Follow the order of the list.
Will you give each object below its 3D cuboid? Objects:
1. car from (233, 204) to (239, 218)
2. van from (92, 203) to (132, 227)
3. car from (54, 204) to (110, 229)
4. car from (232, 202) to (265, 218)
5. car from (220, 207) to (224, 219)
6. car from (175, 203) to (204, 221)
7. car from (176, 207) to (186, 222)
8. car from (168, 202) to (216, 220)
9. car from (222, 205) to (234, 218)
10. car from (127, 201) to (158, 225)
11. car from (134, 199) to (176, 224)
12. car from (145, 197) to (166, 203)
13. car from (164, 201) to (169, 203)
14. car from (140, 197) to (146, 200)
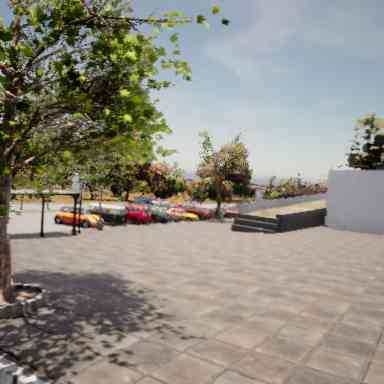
[{"bbox_3d":[5.193,3.128,53.619,4.553,1.767,2.185,6,2,16],"label":"car"},{"bbox_3d":[-8.998,2.319,34.175,4.442,1.987,1.878,6,3,16],"label":"van"},{"bbox_3d":[-10.719,2.338,31.743,4.553,1.767,2.185,6,2,16],"label":"car"},{"bbox_3d":[10.447,3.282,60.941,5.566,2.045,2.435,6,2,16],"label":"car"},{"bbox_3d":[1.681,3.105,48.759,4.792,1.488,2.163,6,2,16],"label":"car"},{"bbox_3d":[-1.668,2.919,43.837,5.366,1.575,1.946,6,2,16],"label":"car"},{"bbox_3d":[-3.609,2.856,41.456,4.674,1.452,2.002,6,2,16],"label":"car"},{"bbox_3d":[-0.041,2.741,46.309,5.566,2.045,2.435,6,2,16],"label":"car"},{"bbox_3d":[3.407,3.163,51.193,4.892,1.521,2.231,6,2,16],"label":"car"},{"bbox_3d":[-7.135,2.390,36.575,5.566,2.045,2.435,6,3,16],"label":"car"},{"bbox_3d":[-5.310,2.483,39.000,5.566,2.045,2.435,6,2,16],"label":"car"},{"bbox_3d":[-5.999,2.037,61.742,1.812,1.442,4.674,6,2,36],"label":"car"},{"bbox_3d":[-1.690,2.707,52.787,2.033,1.411,5.357,6,2,36],"label":"car"},{"bbox_3d":[-9.012,1.737,62.660,1.812,1.442,4.674,6,2,36],"label":"car"}]
